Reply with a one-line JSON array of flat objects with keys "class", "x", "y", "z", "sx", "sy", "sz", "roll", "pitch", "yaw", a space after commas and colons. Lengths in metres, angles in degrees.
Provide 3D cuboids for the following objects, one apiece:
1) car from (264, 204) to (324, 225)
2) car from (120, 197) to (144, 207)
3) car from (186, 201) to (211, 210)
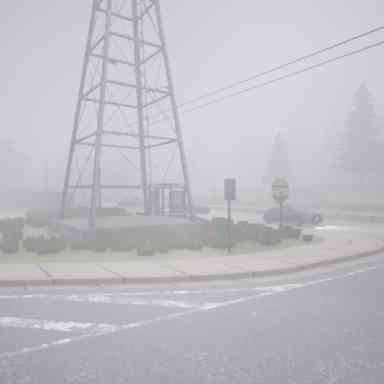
[{"class": "car", "x": 6.990, "y": 1.564, "z": 23.306, "sx": 1.994, "sy": 1.385, "sz": 4.181, "roll": 0, "pitch": 0, "yaw": -36}, {"class": "car", "x": -8.021, "y": 1.477, "z": 47.362, "sx": 5.008, "sy": 1.535, "sz": 1.882, "roll": 0, "pitch": 0, "yaw": 17}, {"class": "car", "x": -0.098, "y": 1.601, "z": 33.717, "sx": 1.895, "sy": 1.301, "sz": 4.718, "roll": 0, "pitch": 0, "yaw": -34}]
